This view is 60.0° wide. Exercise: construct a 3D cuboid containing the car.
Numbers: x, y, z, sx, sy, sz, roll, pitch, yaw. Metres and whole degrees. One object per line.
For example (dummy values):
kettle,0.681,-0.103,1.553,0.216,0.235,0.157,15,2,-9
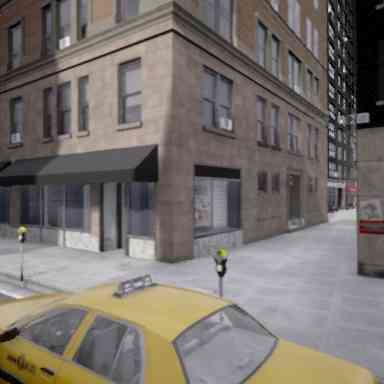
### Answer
car,-0.767,1.529,3.402,4.829,1.417,1.752,0,0,36
